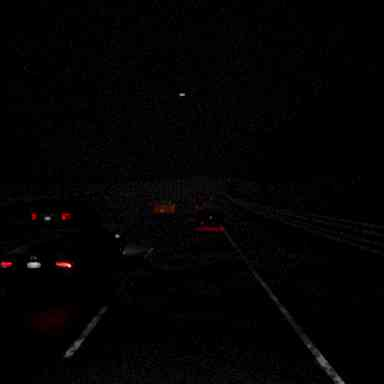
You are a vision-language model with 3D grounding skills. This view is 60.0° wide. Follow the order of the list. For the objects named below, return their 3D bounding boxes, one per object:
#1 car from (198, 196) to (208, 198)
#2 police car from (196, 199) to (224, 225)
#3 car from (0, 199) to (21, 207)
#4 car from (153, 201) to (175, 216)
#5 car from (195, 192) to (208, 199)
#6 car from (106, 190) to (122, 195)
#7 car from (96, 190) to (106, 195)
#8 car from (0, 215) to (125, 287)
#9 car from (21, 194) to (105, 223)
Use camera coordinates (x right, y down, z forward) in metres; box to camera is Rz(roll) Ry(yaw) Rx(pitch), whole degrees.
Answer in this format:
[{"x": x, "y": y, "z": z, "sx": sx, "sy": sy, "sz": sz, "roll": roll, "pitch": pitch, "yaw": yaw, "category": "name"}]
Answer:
[{"x": 1.856, "y": 1.639, "z": 41.419, "sx": 1.837, "sy": 1.490, "sz": 4.892, "roll": 0, "pitch": 1, "yaw": 2, "category": "car"}, {"x": 1.378, "y": 1.579, "z": 25.722, "sx": 1.930, "sy": 1.638, "sz": 5.238, "roll": 0, "pitch": 0, "yaw": 1, "category": "police car"}, {"x": -20.411, "y": 1.614, "z": 37.846, "sx": 1.882, "sy": 1.535, "sz": 5.008, "roll": 0, "pitch": 0, "yaw": 2, "category": "car"}, {"x": -2.818, "y": 1.643, "z": 34.540, "sx": 1.882, "sy": 1.535, "sz": 5.008, "roll": 0, "pitch": 0, "yaw": 2, "category": "car"}, {"x": 1.607, "y": 1.340, "z": 59.715, "sx": 1.812, "sy": 1.442, "sz": 4.674, "roll": 0, "pitch": 2, "yaw": 3, "category": "car"}, {"x": -18.219, "y": 0.212, "z": 79.295, "sx": 2.097, "sy": 1.767, "sz": 4.553, "roll": 0, "pitch": 2, "yaw": 4, "category": "car"}, {"x": -21.713, "y": 0.350, "z": 79.508, "sx": 1.837, "sy": 1.490, "sz": 4.892, "roll": 0, "pitch": 2, "yaw": 4, "category": "car"}, {"x": -3.336, "y": 1.619, "z": 9.595, "sx": 2.033, "sy": 1.411, "sz": 5.357, "roll": 0, "pitch": 0, "yaw": 1, "category": "car"}, {"x": -6.717, "y": 1.336, "z": 18.267, "sx": 2.150, "sy": 2.045, "sz": 5.566, "roll": 0, "pitch": 0, "yaw": 1, "category": "car"}]
